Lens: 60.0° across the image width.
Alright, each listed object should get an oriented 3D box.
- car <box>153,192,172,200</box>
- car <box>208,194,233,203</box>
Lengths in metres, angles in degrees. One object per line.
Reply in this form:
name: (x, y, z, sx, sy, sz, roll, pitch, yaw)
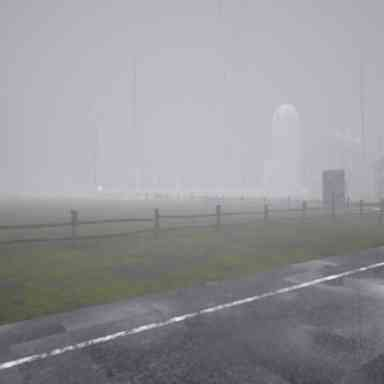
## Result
car: (-5.846, 0.797, 65.418, 2.128, 1.511, 4.902, -1, 1, -36)
car: (4.285, 0.989, 51.231, 1.812, 1.442, 4.674, -1, 1, -36)
